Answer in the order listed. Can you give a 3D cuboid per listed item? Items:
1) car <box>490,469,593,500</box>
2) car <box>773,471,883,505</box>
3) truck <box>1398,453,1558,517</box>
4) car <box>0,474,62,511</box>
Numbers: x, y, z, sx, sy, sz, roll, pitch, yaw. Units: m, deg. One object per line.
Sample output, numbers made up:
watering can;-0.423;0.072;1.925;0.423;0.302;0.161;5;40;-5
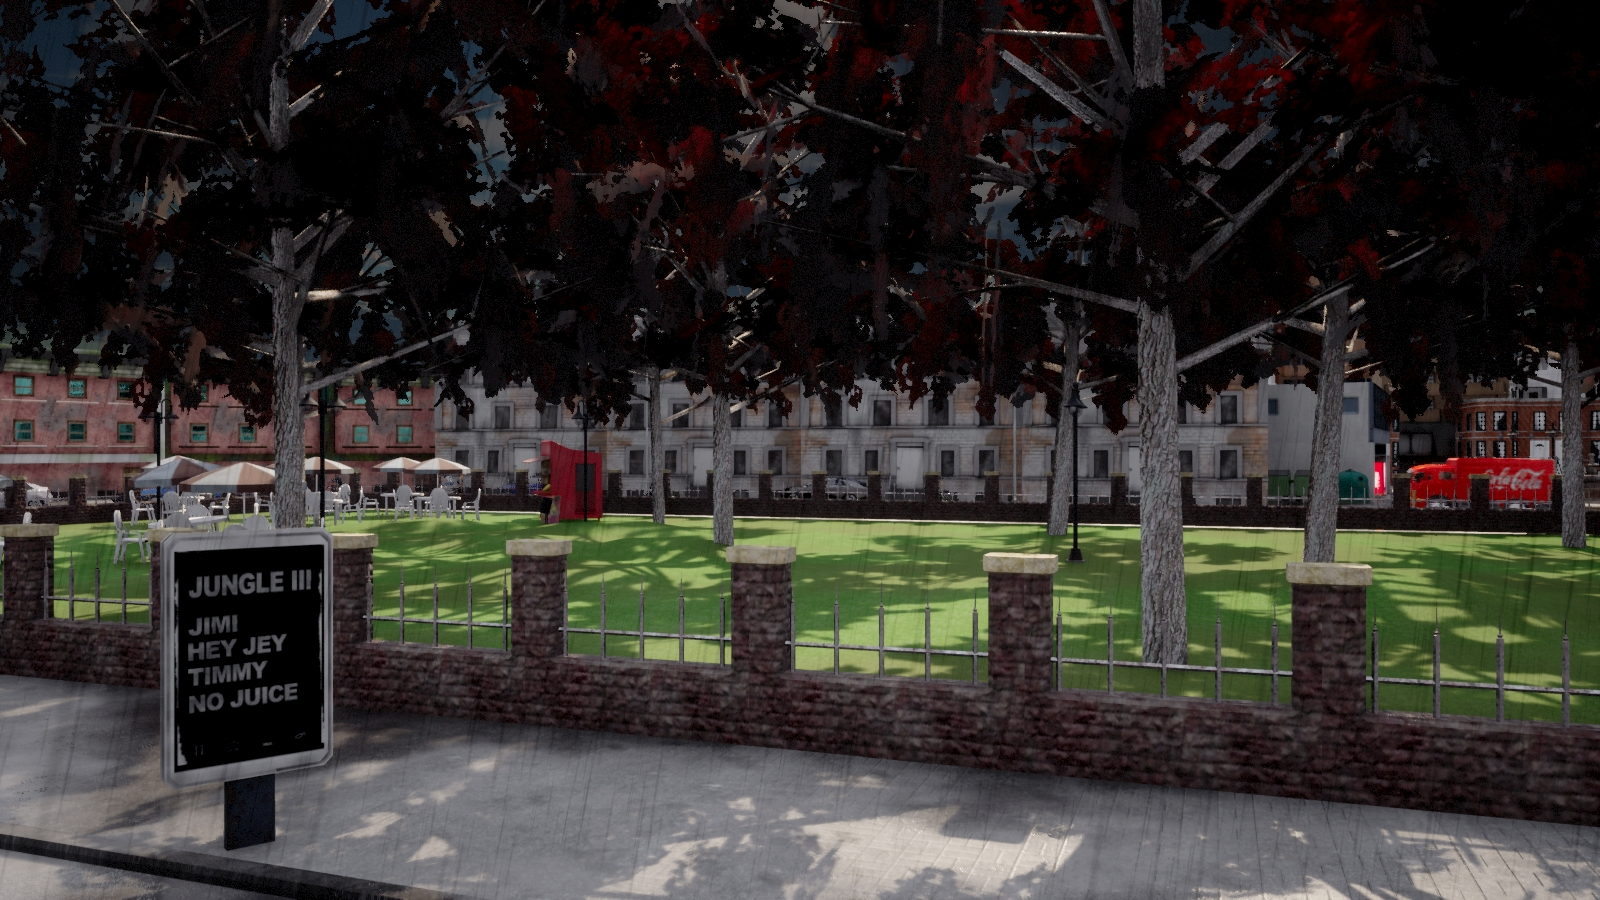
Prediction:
car;-13.862;1.828;61.271;5.006;1.535;2.097;0;0;20
car;1.372;1.835;55.745;4.902;1.511;2.128;0;0;20
truck;27.352;1.344;46.334;5.204;2.467;2.627;0;0;20
car;-35.184;1.858;49.623;2.231;1.480;4.892;0;1;20
